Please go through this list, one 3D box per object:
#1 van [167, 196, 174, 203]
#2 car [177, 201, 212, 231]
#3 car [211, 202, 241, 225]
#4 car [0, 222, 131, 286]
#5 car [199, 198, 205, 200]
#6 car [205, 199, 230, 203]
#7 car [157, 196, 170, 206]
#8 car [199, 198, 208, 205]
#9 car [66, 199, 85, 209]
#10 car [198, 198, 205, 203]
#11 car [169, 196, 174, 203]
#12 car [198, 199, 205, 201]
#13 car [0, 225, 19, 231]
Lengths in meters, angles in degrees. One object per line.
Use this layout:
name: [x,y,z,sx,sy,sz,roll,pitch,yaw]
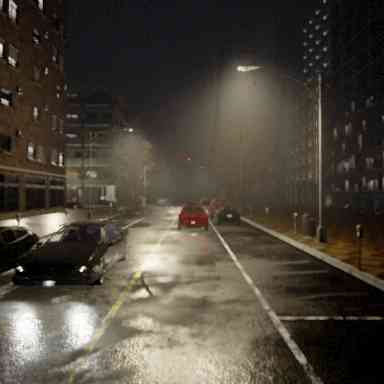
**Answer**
van: [-5.810,1.992,91.160,1.690,1.788,3.998,0,0,0]
car: [0.070,1.619,21.741,1.882,1.535,5.008,0,0,0]
car: [2.658,1.733,25.596,1.947,1.339,4.313,0,0,0]
car: [-3.082,1.611,9.856,2.033,1.411,5.357,0,0,0]
car: [2.607,1.978,63.507,1.887,1.381,4.507,0,0,0]
car: [2.651,1.519,31.121,2.192,1.841,5.009,0,0,0]
car: [-5.773,1.985,63.496,2.008,1.369,4.403,0,0,0]
car: [2.592,2.045,74.742,1.752,1.417,4.829,0,0,0]
car: [-16.484,1.634,44.078,4.403,1.369,2.008,1,-1,-1]
car: [2.570,2.232,91.169,1.802,1.307,4.206,0,0,0]
car: [-5.788,2.070,74.561,2.008,1.369,4.403,0,0,0]
car: [0.026,1.714,31.838,1.837,1.490,4.892,0,0,2]
car: [-5.701,1.624,9.018,1.947,1.339,4.313,0,0,0]
